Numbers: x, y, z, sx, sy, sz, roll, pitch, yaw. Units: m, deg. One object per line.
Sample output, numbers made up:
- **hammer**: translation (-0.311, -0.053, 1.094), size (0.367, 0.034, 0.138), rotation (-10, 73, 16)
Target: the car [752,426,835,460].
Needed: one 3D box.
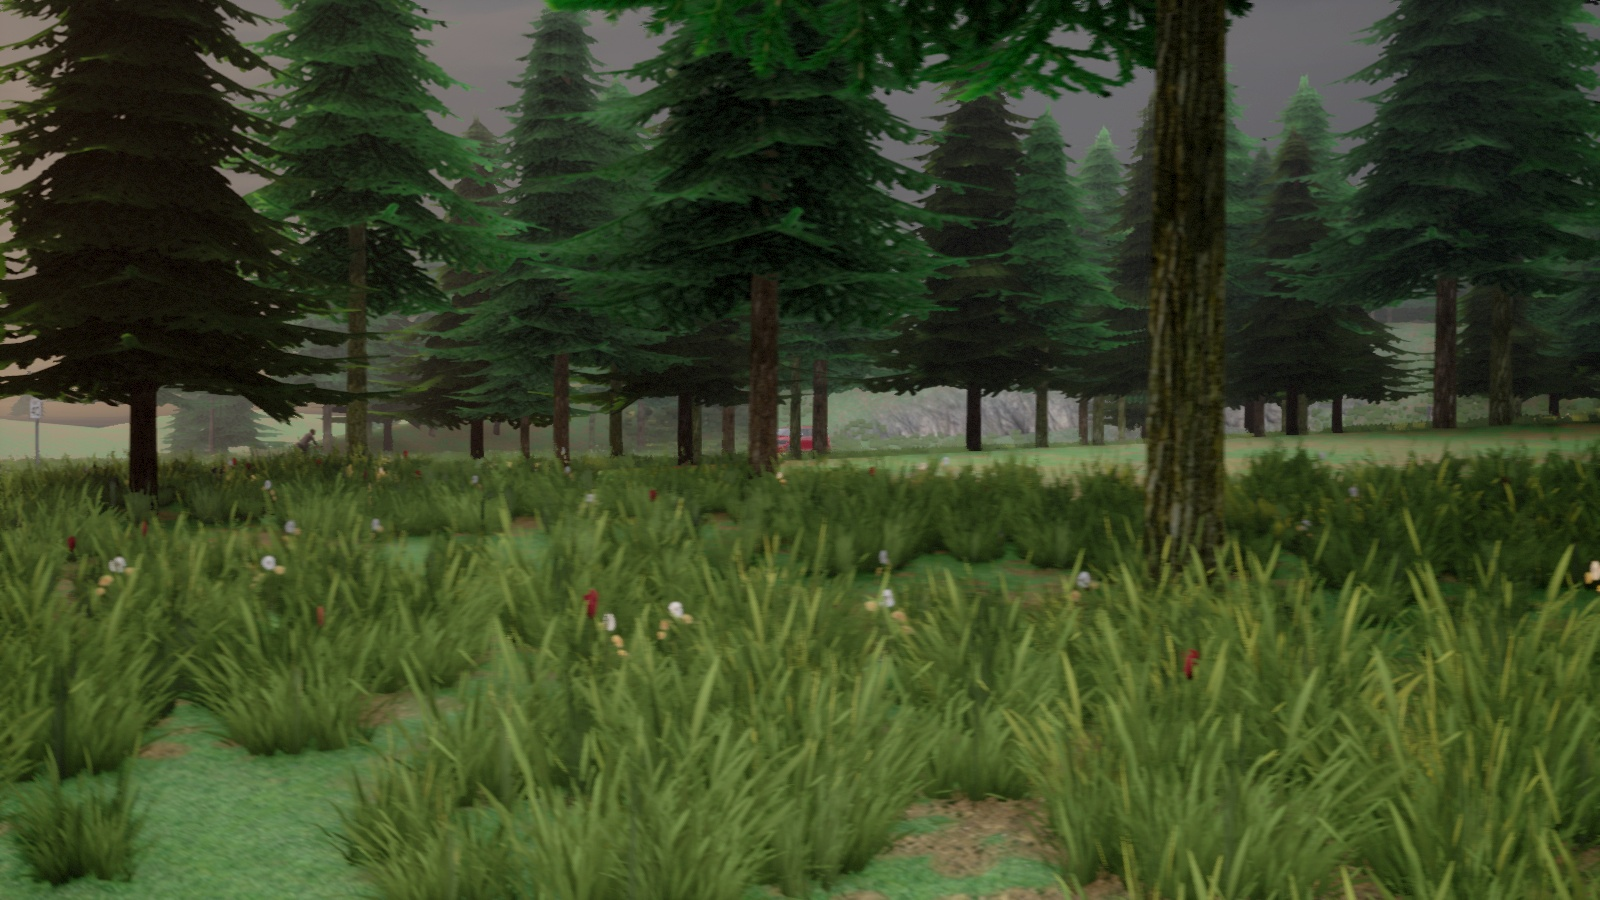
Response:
- **car**: translation (-0.331, -0.462, 77.346), size (2.150, 2.045, 5.566), rotation (0, 1, 37)
